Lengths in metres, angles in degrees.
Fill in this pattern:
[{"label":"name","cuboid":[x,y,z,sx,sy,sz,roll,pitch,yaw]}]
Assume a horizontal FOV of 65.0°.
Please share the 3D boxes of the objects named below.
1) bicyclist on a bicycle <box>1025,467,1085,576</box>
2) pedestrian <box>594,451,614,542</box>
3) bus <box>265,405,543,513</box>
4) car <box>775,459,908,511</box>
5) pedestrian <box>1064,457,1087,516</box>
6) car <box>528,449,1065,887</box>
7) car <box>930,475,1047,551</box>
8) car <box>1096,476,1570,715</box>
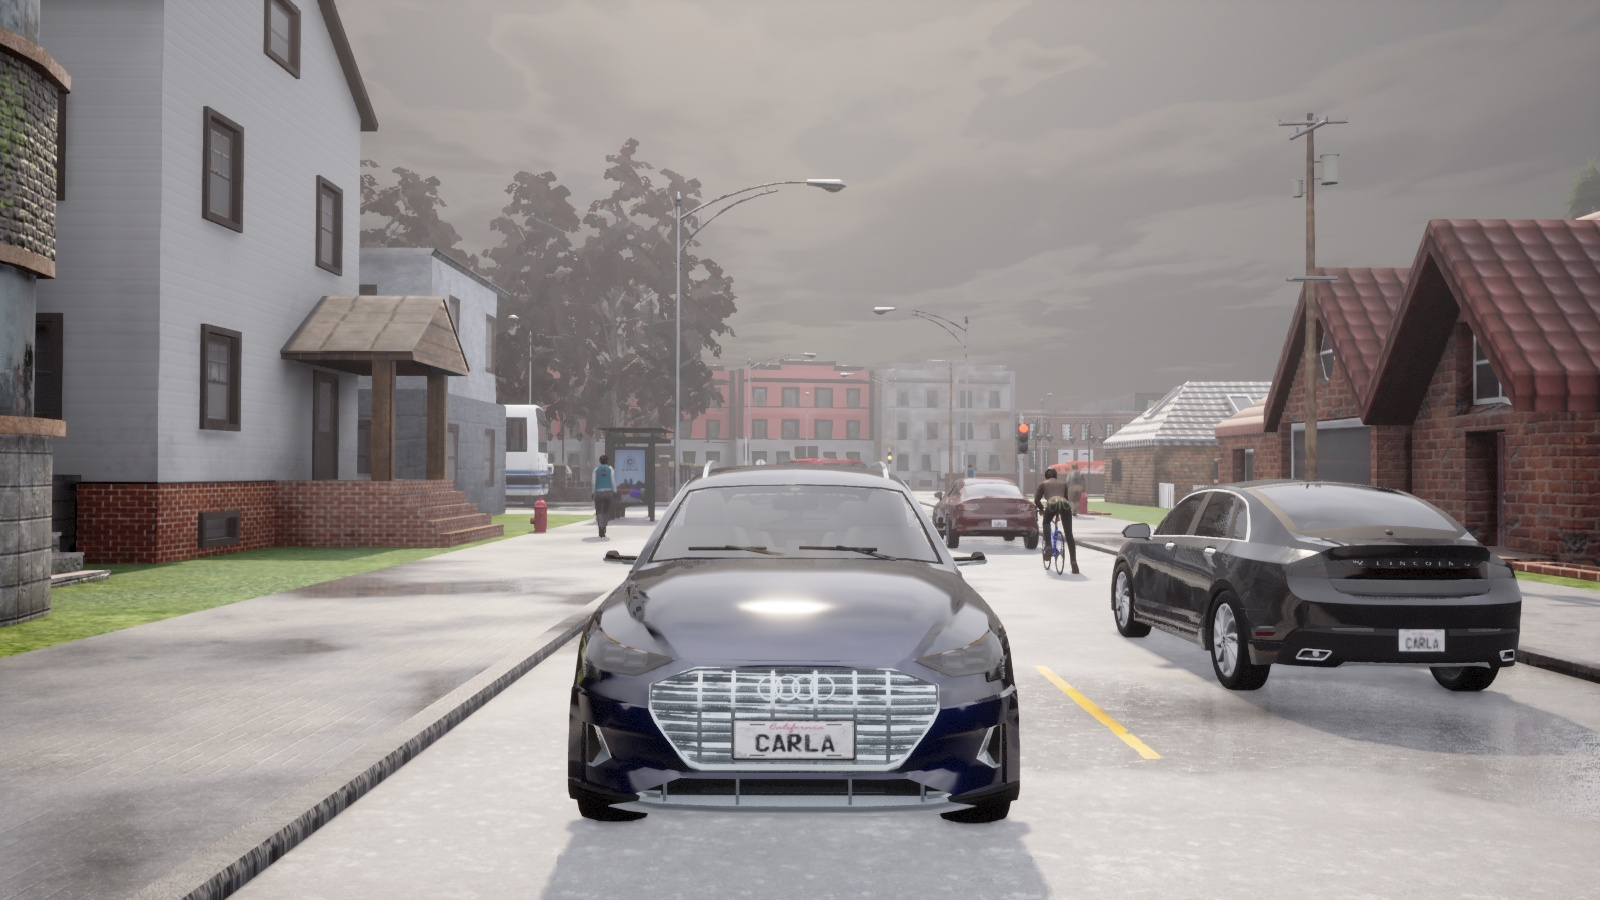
[{"label":"bicyclist on a bicycle","cuboid":[3.948,1.079,19.545,0.582,1.620,1.656,0,-1,0]},{"label":"pedestrian","cuboid":[-4.247,0.997,27.185,0.396,1.930,0.692,0,-1,-11]},{"label":"bus","cuboid":[-16.065,0.369,51.740,10.273,4.253,3.944,0,-1,-4]},{"label":"car","cuboid":[1.764,1.388,51.462,5.566,2.045,2.150,1,-1,-43]},{"label":"pedestrian","cuboid":[8.829,1.163,40.251,0.540,1.848,0.694,0,-1,-2]},{"label":"car","cuboid":[-0.020,0.865,7.198,2.033,1.649,4.856,0,-1,0]},{"label":"car","cuboid":[3.920,1.274,26.825,1.812,1.442,4.674,0,-1,1]},{"label":"car","cuboid":[3.973,0.979,10.446,1.837,1.490,4.892,0,-1,0]}]
